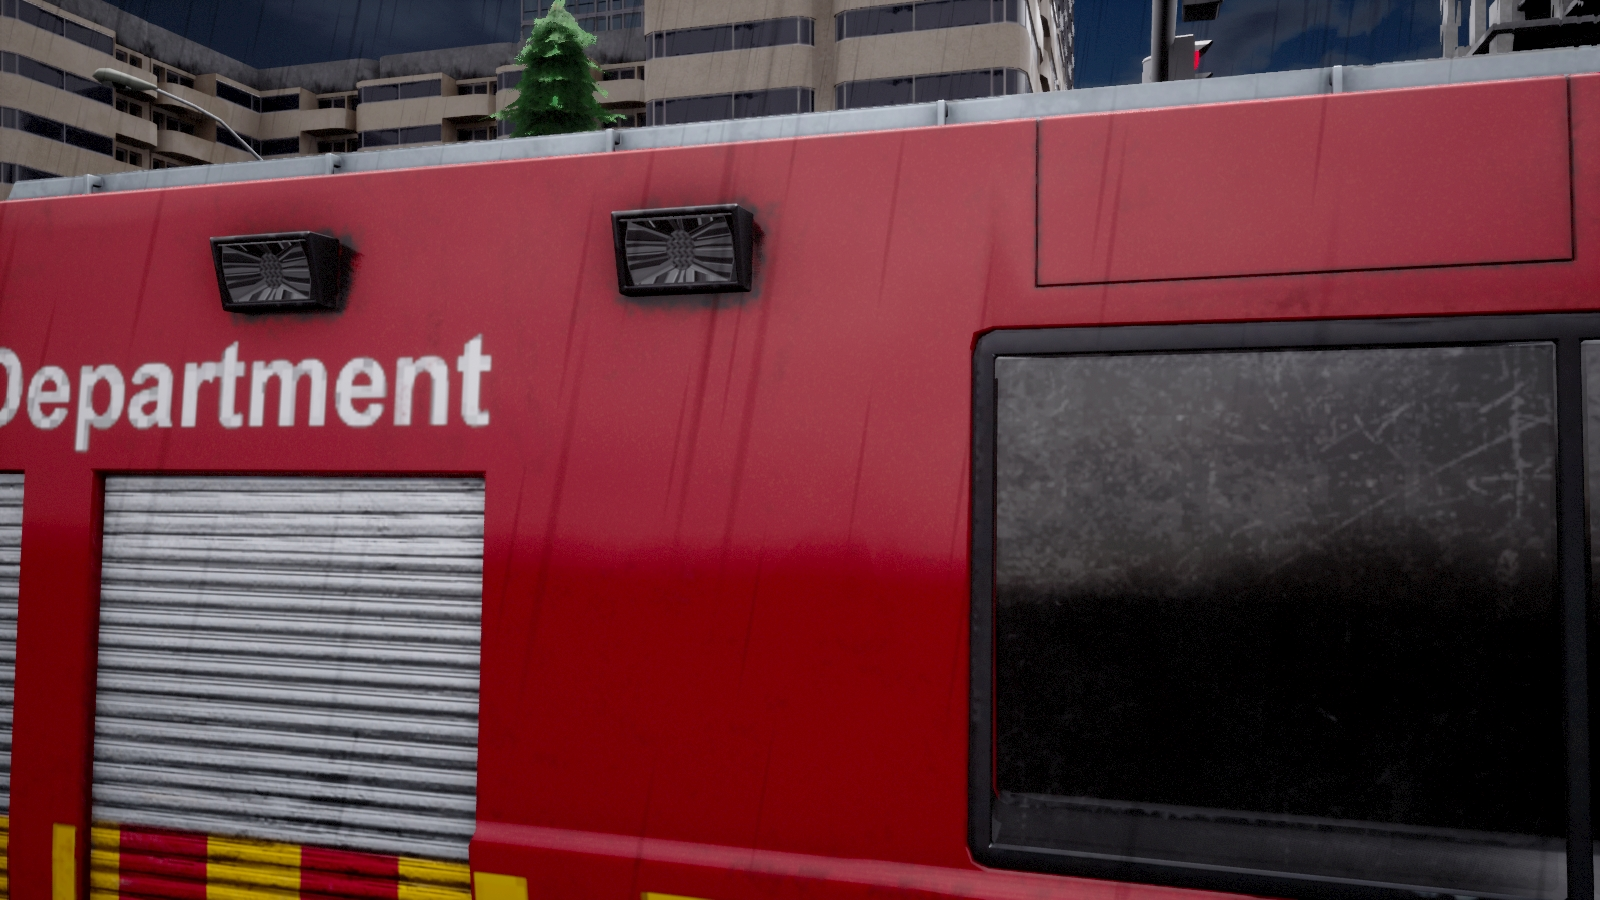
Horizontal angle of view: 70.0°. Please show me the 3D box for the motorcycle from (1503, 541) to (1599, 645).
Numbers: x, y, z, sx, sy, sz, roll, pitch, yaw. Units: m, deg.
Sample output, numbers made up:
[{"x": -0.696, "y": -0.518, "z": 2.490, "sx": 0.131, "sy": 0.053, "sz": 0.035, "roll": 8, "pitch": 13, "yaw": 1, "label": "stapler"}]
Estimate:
[{"x": 11.678, "y": 2.155, "z": 17.664, "sx": 0.764, "sy": 1.307, "sz": 2.356, "roll": 0, "pitch": 0, "yaw": 16, "label": "motorcycle"}]

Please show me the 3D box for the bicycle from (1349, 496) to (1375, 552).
[{"x": 15.838, "y": 2.060, "z": 32.212, "sx": 0.329, "sy": 1.471, "sz": 1.835, "roll": 0, "pitch": 0, "yaw": 16, "label": "bicycle"}]

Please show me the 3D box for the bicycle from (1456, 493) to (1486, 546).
[{"x": 20.035, "y": 2.056, "z": 34.139, "sx": 0.373, "sy": 1.496, "sz": 1.643, "roll": 0, "pitch": 0, "yaw": 16, "label": "bicycle"}]

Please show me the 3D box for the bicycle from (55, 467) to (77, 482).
[{"x": -64.353, "y": 2.103, "z": 100.167, "sx": 1.487, "sy": 1.276, "sz": 0.859, "roll": 0, "pitch": 0, "yaw": 16, "label": "bicycle"}]
